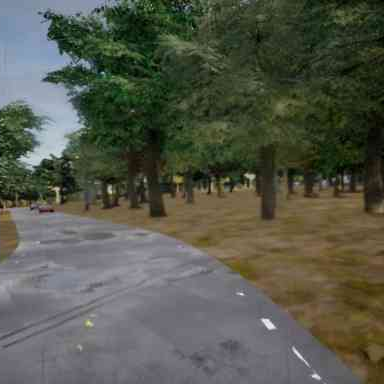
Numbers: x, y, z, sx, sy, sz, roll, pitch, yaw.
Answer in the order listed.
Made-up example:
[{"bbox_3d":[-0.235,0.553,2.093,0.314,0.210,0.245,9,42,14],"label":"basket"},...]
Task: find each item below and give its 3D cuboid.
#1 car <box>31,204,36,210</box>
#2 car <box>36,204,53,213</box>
[{"bbox_3d":[-36.268,3.423,77.031,2.128,1.511,4.902,-3,0,-29],"label":"car"},{"bbox_3d":[-25.149,2.807,57.177,1.994,1.385,4.181,-3,0,-29],"label":"car"}]
